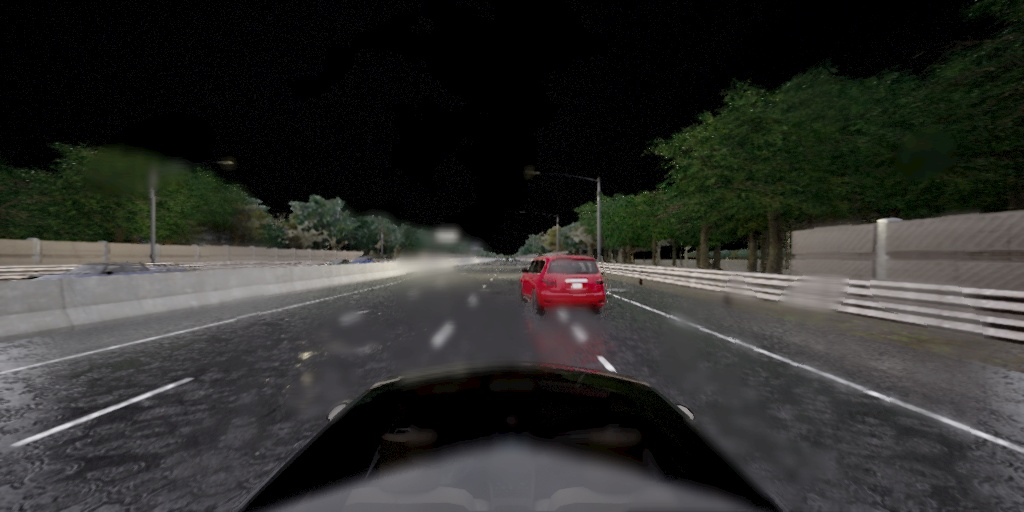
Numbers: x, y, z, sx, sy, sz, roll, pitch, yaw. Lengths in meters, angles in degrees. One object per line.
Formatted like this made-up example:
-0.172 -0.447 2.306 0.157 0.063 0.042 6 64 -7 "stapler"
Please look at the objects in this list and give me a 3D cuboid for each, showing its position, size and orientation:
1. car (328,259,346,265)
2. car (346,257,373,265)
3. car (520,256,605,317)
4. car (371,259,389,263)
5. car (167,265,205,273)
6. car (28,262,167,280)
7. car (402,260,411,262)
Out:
-28.167 1.231 58.591 2.097 1.767 4.553 0 0 0 "car"
-24.666 1.119 59.150 2.150 2.045 5.566 0 0 0 "car"
1.670 1.016 13.526 2.150 2.045 5.566 0 0 -6 "car"
-21.175 1.444 59.381 1.994 1.385 4.181 0 0 0 "car"
-24.537 1.340 25.372 2.033 1.411 5.357 0 0 0 "car"
-21.084 1.130 18.365 2.097 1.767 4.553 0 0 0 "car"
-17.671 1.428 59.252 2.033 1.411 5.357 0 0 0 "car"
